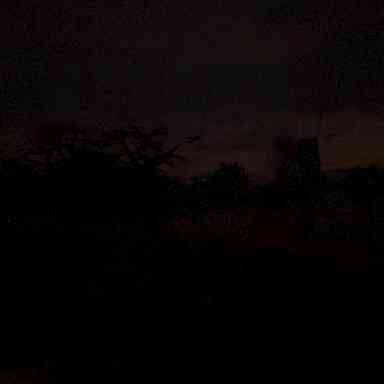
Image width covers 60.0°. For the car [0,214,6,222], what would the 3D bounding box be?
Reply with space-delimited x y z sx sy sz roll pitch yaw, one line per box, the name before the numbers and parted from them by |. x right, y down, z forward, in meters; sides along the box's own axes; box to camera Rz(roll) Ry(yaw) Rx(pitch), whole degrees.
car | -31.701 4.289 54.183 1.837 1.490 4.892 -4 -3 -9
